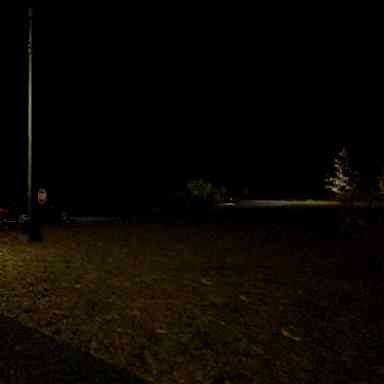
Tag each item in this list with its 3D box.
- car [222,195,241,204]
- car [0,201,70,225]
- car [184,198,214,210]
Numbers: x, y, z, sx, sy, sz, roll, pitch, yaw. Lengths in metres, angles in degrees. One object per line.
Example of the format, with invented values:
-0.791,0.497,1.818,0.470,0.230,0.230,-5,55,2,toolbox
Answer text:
7.684,1.307,64.230,2.097,1.767,4.553,1,0,34,car
-11.066,1.381,23.624,1.882,1.535,5.008,1,0,34,car
0.972,1.444,41.605,1.882,1.535,5.008,1,0,34,car
